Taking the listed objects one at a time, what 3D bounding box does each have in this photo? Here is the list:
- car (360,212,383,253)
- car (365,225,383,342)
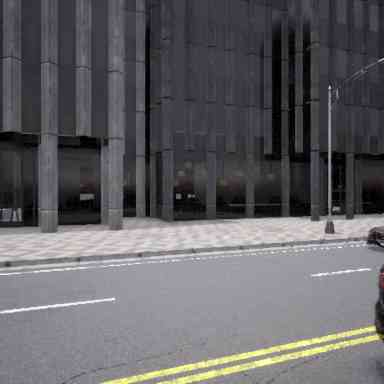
[{"bbox_3d":[9.592,1.547,13.344,5.357,1.411,2.033,0,0,-22],"label":"car"},{"bbox_3d":[4.980,1.222,4.273,5.566,2.045,2.150,0,0,-22],"label":"car"}]
